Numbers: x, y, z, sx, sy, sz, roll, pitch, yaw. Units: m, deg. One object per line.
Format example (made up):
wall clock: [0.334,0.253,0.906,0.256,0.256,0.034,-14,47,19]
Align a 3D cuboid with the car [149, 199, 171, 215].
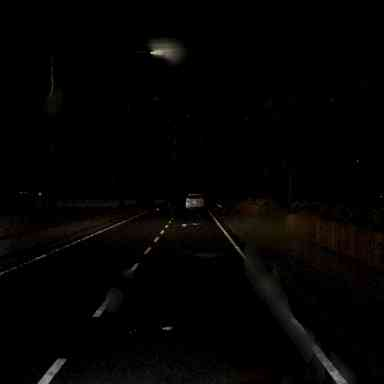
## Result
car: [-3.232,1.490,33.993,1.882,1.535,5.008,0,0,0]

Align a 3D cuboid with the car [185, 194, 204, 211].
car: [0.332,1.238,41.553,2.150,2.045,5.566,0,0,1]
